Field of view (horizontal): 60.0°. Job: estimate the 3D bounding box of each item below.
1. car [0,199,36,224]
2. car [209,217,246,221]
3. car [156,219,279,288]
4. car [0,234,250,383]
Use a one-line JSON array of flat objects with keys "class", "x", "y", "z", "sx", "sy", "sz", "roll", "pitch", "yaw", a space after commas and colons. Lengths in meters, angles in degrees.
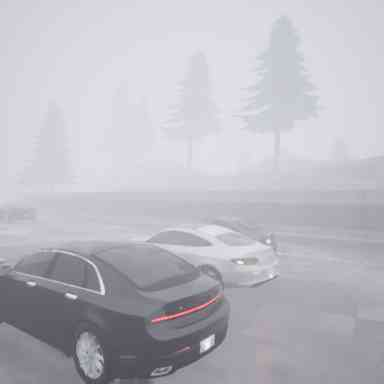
[{"class": "car", "x": -13.860, "y": 1.558, "z": 26.114, "sx": 1.882, "sy": 1.535, "sz": 5.008, "roll": 0, "pitch": 0, "yaw": -43}, {"class": "car", "x": 0.955, "y": 1.607, "z": 12.244, "sx": 4.181, "sy": 1.385, "sz": 1.994, "roll": 0, "pitch": 0, "yaw": 39}, {"class": "car", "x": -0.119, "y": 1.555, "z": 8.598, "sx": 4.674, "sy": 1.442, "sz": 1.812, "roll": 0, "pitch": 0, "yaw": 38}, {"class": "car", "x": -1.733, "y": 1.525, "z": 5.427, "sx": 4.892, "sy": 1.490, "sz": 1.837, "roll": 1, "pitch": 0, "yaw": 38}]
